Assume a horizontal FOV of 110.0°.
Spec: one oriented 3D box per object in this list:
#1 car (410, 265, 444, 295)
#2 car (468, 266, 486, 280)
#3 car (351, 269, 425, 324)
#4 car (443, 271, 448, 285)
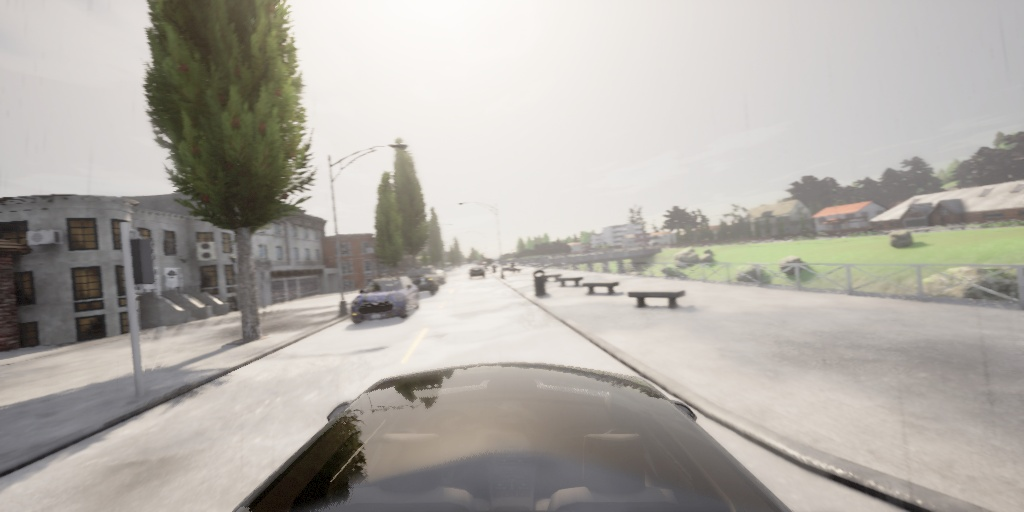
[{"bbox_3d":[-6.511,1.756,25.869,2.150,2.045,5.566,-6,0,-6],"label":"car"},{"bbox_3d":[-4.133,1.915,42.620,1.837,1.490,4.892,-6,0,-6],"label":"car"},{"bbox_3d":[-5.367,1.710,15.609,2.097,1.767,4.553,-6,0,-6],"label":"car"},{"bbox_3d":[-7.604,2.200,36.231,2.128,1.511,4.902,-6,0,-6],"label":"car"}]
